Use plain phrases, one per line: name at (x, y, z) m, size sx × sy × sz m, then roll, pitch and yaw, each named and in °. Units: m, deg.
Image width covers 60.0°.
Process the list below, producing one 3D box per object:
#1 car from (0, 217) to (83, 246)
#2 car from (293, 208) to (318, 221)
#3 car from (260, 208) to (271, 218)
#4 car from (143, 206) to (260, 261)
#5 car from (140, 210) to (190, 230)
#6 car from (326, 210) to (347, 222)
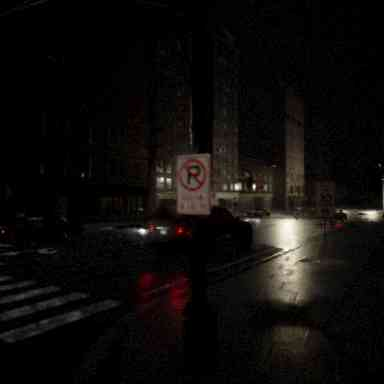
car at (-8.394, 2.027, 18.018) m, size 1.895 × 1.301 × 4.718 m, roll -1°, pitch -2°, yaw 33°
car at (13.736, 2.658, 39.915) m, size 2.033 × 1.411 × 5.357 m, roll -1°, pitch -2°, yaw 34°
car at (8.976, 2.797, 44.672) m, size 1.895 × 1.301 × 4.718 m, roll -1°, pitch -2°, yaw 33°
car at (0.579, 1.614, 14.216) m, size 2.150 × 2.045 × 5.566 m, roll -1°, pitch -2°, yaw 37°
car at (-2.164, 2.268, 27.620) m, size 1.994 × 1.385 × 4.181 m, roll -1°, pitch -2°, yaw 33°
car at (16.641, 2.694, 38.415) m, size 1.895 × 1.301 × 4.718 m, roll -1°, pitch -2°, yaw 34°
